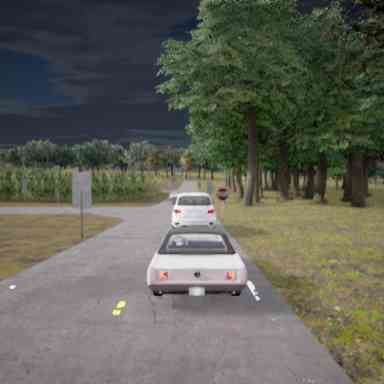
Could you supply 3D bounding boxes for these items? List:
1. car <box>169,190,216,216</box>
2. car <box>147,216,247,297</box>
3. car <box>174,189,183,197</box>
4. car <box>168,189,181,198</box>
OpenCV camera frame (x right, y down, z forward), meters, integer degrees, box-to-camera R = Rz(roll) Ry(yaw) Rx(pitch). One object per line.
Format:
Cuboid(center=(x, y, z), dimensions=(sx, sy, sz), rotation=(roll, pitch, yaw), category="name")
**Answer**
Cuboid(center=(0.071, 1.059, 18.127), dimensions=(2.150, 2.045, 5.566), rotation=(0, 1, -1), category="car")
Cuboid(center=(0.098, 1.533, 8.371), dimensions=(1.895, 1.301, 4.718), rotation=(0, 1, 0), category="car")
Cuboid(center=(-2.771, 0.192, 70.622), dimensions=(1.812, 1.442, 4.674), rotation=(0, 2, 0), category="car")
Cuboid(center=(-2.837, 0.684, 55.336), dimensions=(1.812, 1.442, 4.674), rotation=(0, 2, 0), category="car")
